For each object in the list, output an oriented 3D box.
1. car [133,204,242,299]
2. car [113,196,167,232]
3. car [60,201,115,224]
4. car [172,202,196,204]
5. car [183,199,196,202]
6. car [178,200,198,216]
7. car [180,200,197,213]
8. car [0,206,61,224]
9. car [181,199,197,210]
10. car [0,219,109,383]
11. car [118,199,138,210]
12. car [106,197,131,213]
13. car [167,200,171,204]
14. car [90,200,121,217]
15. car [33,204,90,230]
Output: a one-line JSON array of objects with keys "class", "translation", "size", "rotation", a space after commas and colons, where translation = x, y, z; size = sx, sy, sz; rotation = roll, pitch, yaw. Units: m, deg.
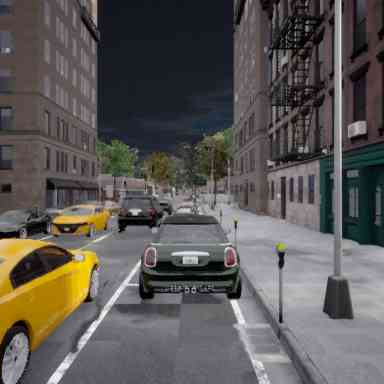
[{"class": "car", "translation": [-0.032, 1.353, 8.620], "size": [2.097, 1.767, 4.553], "rotation": [0, 0, 0]}, {"class": "car", "translation": [-3.015, 1.225, 20.338], "size": [2.150, 2.045, 5.566], "rotation": [0, 0, 0]}, {"class": "car", "translation": [-5.869, 1.478, 18.091], "size": [1.882, 1.535, 5.008], "rotation": [0, 0, 0]}, {"class": "car", "translation": [-0.383, 1.584, 21.873], "size": [1.802, 1.307, 4.206], "rotation": [0, 0, 0]}, {"class": "car", "translation": [-0.383, 1.531, 27.562], "size": [1.752, 1.417, 4.829], "rotation": [0, 0, 0]}, {"class": "car", "translation": [-0.383, 1.554, 32.910], "size": [1.887, 1.381, 4.507], "rotation": [0, 0, 0]}, {"class": "car", "translation": [-0.383, 1.596, 38.428], "size": [1.802, 1.307, 4.206], "rotation": [0, 0, 0]}, {"class": "car", "translation": [-8.408, 1.567, 16.351], "size": [1.947, 1.339, 4.313], "rotation": [0, 0, 0]}, {"class": "car", "translation": [-0.383, 1.584, 43.946], "size": [1.947, 1.339, 4.313], "rotation": [0, 0, 0]}, {"class": "car", "translation": [-2.925, 1.477, 5.211], "size": [1.882, 1.535, 5.008], "rotation": [0, 0, 0]}, {"class": "car", "translation": [-8.408, 1.600, 43.945], "size": [1.802, 1.307, 4.206], "rotation": [0, 0, 0]}, {"class": "car", "translation": [-8.408, 1.454, 38.426], "size": [1.967, 1.590, 4.097], "rotation": [0, 0, 0]}, {"class": "car", "translation": [-2.923, 1.515, 34.023], "size": [1.837, 1.490, 4.892], "rotation": [0, 0, 0]}, {"class": "car", "translation": [-8.408, 1.535, 32.737], "size": [1.752, 1.417, 4.829], "rotation": [0, 0, 0]}, {"class": "car", "translation": [-8.408, 1.553, 21.869], "size": [2.008, 1.369, 4.403], "rotation": [0, 0, 0]}]
